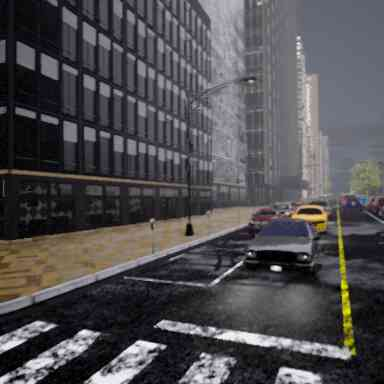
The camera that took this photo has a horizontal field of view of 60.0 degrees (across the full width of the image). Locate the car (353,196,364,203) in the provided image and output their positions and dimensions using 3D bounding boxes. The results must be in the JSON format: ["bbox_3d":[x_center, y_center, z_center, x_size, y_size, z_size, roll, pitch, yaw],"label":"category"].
[{"bbox_3d":[36.841,1.632,73.655,1.967,1.590,4.097,0,0,24],"label":"car"}]

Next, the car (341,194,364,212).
[{"bbox_3d":[19.590,1.472,40.571,2.097,1.767,4.553,-1,-1,23],"label":"car"}]

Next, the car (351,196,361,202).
[{"bbox_3d":[41.272,1.766,83.825,1.887,1.381,4.507,0,0,24],"label":"car"}]

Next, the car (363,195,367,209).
[{"bbox_3d":[21.337,1.380,38.061,2.192,1.841,5.009,0,0,24],"label":"car"}]

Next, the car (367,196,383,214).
[{"bbox_3d":[19.120,1.358,32.974,2.192,1.841,5.009,0,0,24],"label":"car"}]

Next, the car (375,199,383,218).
[{"bbox_3d":[16.907,1.570,27.888,2.008,1.369,4.403,0,0,24],"label":"car"}]

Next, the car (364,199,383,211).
[{"bbox_3d":[23.621,1.612,43.301,1.752,1.417,4.829,0,0,24],"label":"car"}]

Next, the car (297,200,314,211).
[{"bbox_3d":[15.870,1.790,46.490,1.887,1.381,4.507,0,0,24],"label":"car"}]

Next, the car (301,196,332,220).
[{"bbox_3d":[11.056,1.475,28.956,2.097,1.767,4.553,-1,-1,24],"label":"car"}]

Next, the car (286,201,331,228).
[{"bbox_3d":[7.120,1.556,19.924,1.882,1.535,5.008,-1,-1,23],"label":"car"}]

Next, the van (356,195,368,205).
[{"bbox_3d":[32.411,1.500,63.486,1.690,1.788,3.998,0,0,24],"label":"van"}]

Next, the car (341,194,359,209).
[{"bbox_3d":[23.634,1.380,49.861,2.150,2.045,5.566,-1,-1,24],"label":"car"}]

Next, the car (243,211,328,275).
[{"bbox_3d":[3.203,1.579,10.951,2.033,1.411,5.357,-1,-1,23],"label":"car"}]

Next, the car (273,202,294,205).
[{"bbox_3d":[7.009,1.594,26.150,1.967,1.590,4.097,0,0,24],"label":"car"}]

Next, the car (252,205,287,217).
[{"bbox_3d":[4.795,1.710,21.065,1.802,1.307,4.206,0,0,24],"label":"car"}]

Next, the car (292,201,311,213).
[{"bbox_3d":[13.655,1.806,41.405,1.802,1.307,4.206,0,0,24],"label":"car"}]

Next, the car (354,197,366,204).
[{"bbox_3d":[34.627,1.742,68.570,1.947,1.339,4.313,0,0,24],"label":"car"}]

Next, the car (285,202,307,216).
[{"bbox_3d":[11.439,1.784,36.318,1.802,1.307,4.206,0,0,24],"label":"car"}]
